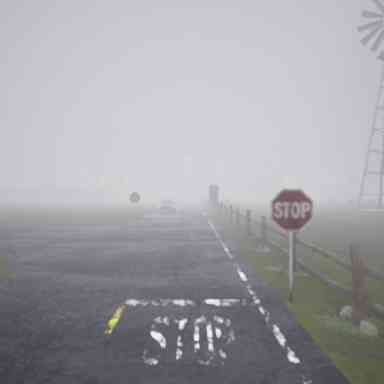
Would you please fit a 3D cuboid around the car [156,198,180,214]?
[{"bbox_3d":[-2.751,1.504,37.144,2.097,1.767,4.553,0,0,0],"label":"car"}]

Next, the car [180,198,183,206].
[{"bbox_3d":[-2.749,1.812,61.776,1.895,1.301,4.718,0,0,0],"label":"car"}]
